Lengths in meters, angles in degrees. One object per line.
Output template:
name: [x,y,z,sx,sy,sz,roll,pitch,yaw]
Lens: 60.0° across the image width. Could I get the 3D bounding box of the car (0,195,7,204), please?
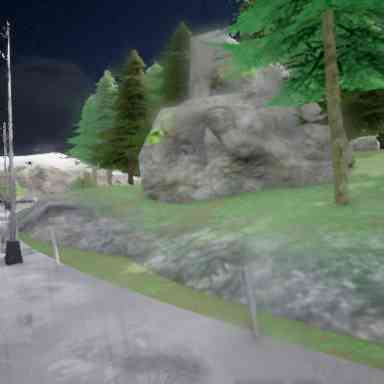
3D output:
car: [-21.375,0.833,35.410,1.812,1.442,4.674,-3,1,-9]
